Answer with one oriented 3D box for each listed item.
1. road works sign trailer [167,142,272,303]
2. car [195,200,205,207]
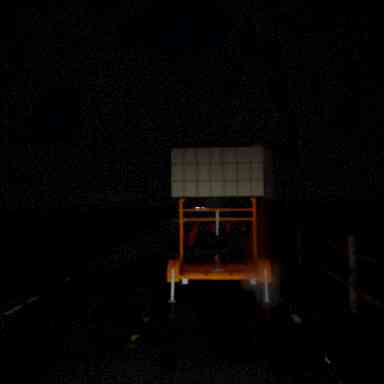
[{"bbox_3d":[0.645,0.560,8.462,2.380,3.560,2.880,-1,-1,4],"label":"road works sign trailer"},{"bbox_3d":[1.751,2.388,69.104,2.033,1.411,5.357,-1,-1,4],"label":"car"}]
